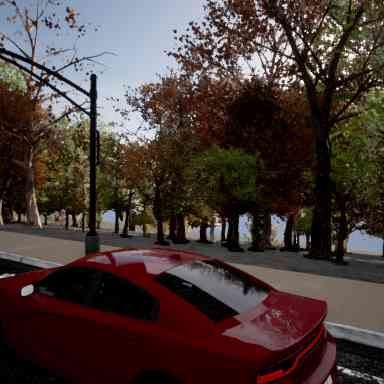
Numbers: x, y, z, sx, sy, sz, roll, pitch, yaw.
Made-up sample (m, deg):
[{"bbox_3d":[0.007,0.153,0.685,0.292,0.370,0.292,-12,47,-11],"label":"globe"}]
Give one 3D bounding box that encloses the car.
[{"bbox_3d":[-0.859,1.477,4.289,5.008,1.535,1.882,0,0,35],"label":"car"}]
